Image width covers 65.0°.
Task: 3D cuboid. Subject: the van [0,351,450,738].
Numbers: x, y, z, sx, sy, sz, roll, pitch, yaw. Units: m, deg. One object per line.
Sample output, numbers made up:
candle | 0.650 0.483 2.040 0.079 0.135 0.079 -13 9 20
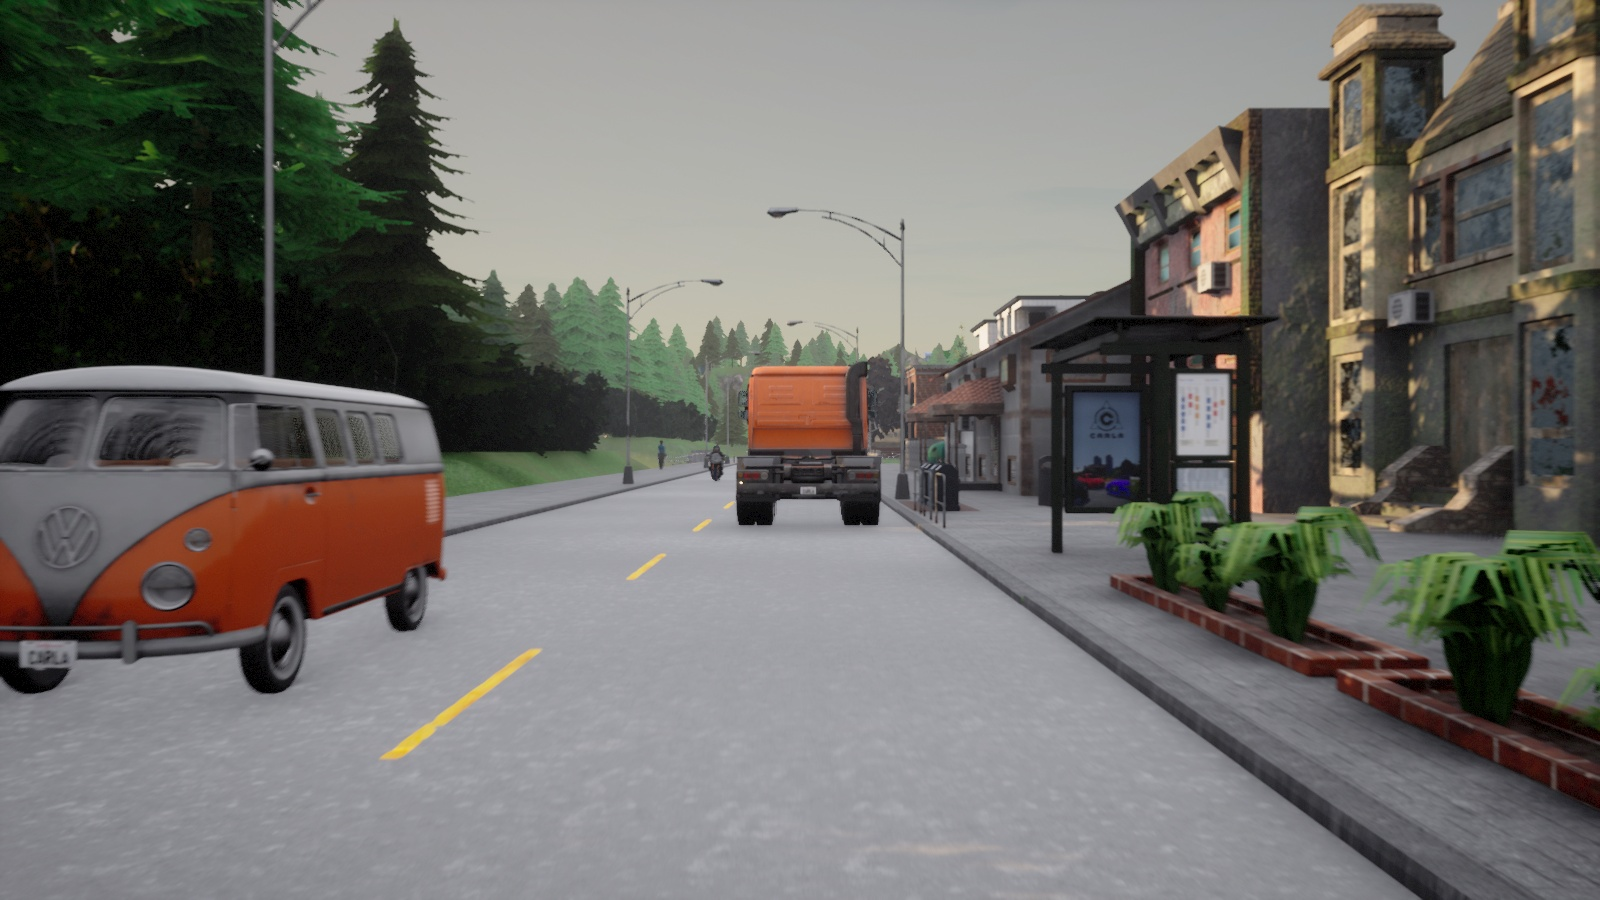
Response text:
van | -3.935 0.476 8.669 1.775 1.987 4.442 0 0 0

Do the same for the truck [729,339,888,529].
truck | 0.170 -0.296 26.832 2.891 3.462 7.936 0 0 0

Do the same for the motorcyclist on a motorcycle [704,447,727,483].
motorcyclist on a motorcycle | -3.671 0.653 54.773 0.866 1.530 2.191 0 0 0

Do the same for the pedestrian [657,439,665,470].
pedestrian | -8.551 0.272 77.201 0.396 1.930 0.692 0 0 0
